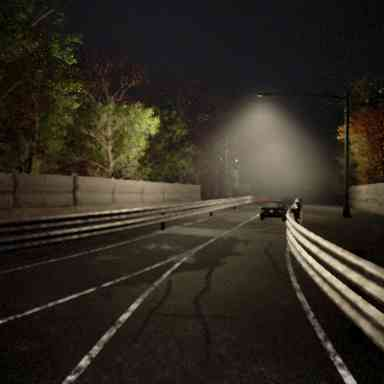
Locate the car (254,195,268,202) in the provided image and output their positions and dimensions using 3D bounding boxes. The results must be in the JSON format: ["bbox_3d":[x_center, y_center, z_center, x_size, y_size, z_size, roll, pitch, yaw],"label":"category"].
[{"bbox_3d":[10.041,1.219,47.582,1.882,1.535,5.008,0,0,19],"label":"car"}]

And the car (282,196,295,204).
[{"bbox_3d":[13.476,1.240,47.047,1.882,1.535,5.008,0,0,18],"label":"car"}]

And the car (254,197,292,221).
[{"bbox_3d":[6.426,1.401,25.925,2.033,1.411,5.357,0,0,18],"label":"car"}]
